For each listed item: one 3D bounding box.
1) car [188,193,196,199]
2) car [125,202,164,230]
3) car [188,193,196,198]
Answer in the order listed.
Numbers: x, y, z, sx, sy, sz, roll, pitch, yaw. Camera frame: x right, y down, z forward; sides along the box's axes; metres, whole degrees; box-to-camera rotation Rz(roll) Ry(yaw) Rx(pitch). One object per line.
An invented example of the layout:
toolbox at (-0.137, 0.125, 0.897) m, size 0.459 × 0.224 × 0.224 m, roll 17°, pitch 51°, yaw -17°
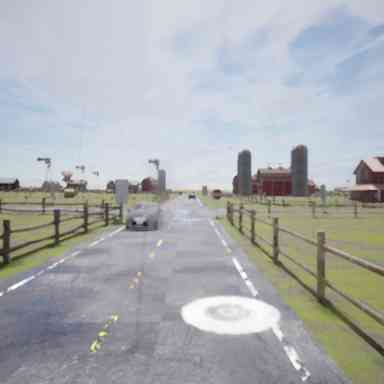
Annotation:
car at (0.016, 1.041, 83.210) m, size 1.882 × 1.535 × 5.008 m, roll 0°, pitch 0°, yaw 0°
car at (-2.802, 1.383, 20.391) m, size 2.128 × 1.511 × 4.902 m, roll 0°, pitch 0°, yaw 0°
car at (0.019, 0.908, 93.632) m, size 1.994 × 1.385 × 4.181 m, roll 0°, pitch 0°, yaw 0°
